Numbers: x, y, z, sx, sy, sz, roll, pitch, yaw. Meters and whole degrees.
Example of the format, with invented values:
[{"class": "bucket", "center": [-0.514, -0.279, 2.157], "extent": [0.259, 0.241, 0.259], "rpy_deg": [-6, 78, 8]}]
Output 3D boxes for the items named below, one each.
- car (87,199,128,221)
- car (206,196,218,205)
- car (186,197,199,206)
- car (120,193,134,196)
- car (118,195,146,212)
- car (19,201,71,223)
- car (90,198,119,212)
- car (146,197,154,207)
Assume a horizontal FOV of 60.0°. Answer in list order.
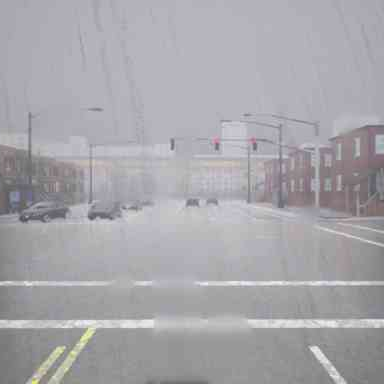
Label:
[{"class": "car", "center": [-7.046, 1.547, 27.543], "extent": [2.033, 1.411, 5.357], "rpy_deg": [0, 0, -1]}, {"class": "car", "center": [3.480, 1.505, 58.473], "extent": [1.837, 1.490, 4.892], "rpy_deg": [0, 0, 0]}, {"class": "car", "center": [0.085, 1.477, 53.188], "extent": [1.882, 1.535, 5.008], "rpy_deg": [0, 0, 0]}, {"class": "car", "center": [-10.601, 1.218, 53.809], "extent": [2.150, 2.045, 5.566], "rpy_deg": [0, 0, 0]}, {"class": "car", "center": [-7.107, 1.491, 39.275], "extent": [2.128, 1.511, 4.902], "rpy_deg": [0, 0, 0]}, {"class": "car", "center": [-11.101, 1.505, 25.455], "extent": [1.837, 1.490, 4.892], "rpy_deg": [0, 0, 8]}, {"class": "car", "center": [-10.609, 1.547, 40.716], "extent": [2.033, 1.411, 5.357], "rpy_deg": [0, 0, 0]}, {"class": "car", "center": [-7.098, 1.504, 52.767], "extent": [1.837, 1.490, 4.892], "rpy_deg": [0, 0, 0]}]
